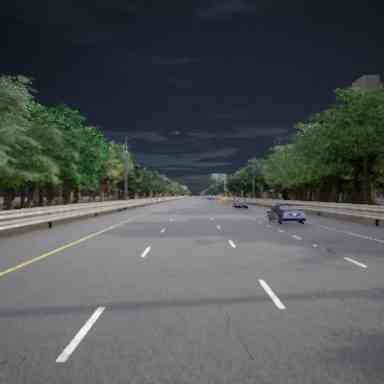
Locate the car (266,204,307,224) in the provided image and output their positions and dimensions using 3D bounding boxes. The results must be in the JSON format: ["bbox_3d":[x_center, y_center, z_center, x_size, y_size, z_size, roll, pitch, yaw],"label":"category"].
[{"bbox_3d":[7.030,1.628,25.264,2.033,1.411,5.357,0,0,0],"label":"car"}]

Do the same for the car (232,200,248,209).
[{"bbox_3d":[7.130,1.891,50.038,1.895,1.301,4.718,0,-1,0],"label":"car"}]

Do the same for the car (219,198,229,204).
[{"bbox_3d":[7.312,2.019,76.603,1.882,1.535,5.008,0,-1,0],"label":"car"}]
